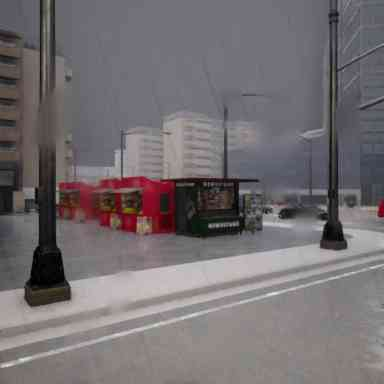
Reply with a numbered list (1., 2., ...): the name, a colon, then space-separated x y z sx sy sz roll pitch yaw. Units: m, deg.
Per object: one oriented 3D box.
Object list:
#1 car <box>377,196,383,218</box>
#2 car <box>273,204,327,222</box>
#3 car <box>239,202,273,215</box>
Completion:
1. car: 16.234 1.277 23.540 2.150 2.045 5.566 0 0 -36
2. car: 9.186 1.680 27.296 1.994 1.385 4.181 0 -1 -36
3. car: 6.464 1.780 37.005 2.033 1.411 5.357 0 -1 -36
